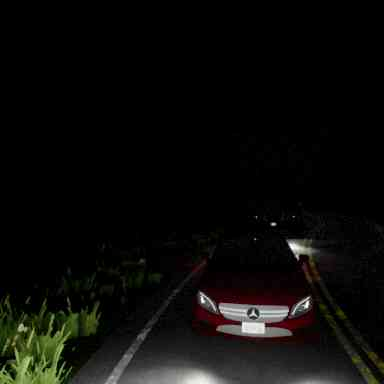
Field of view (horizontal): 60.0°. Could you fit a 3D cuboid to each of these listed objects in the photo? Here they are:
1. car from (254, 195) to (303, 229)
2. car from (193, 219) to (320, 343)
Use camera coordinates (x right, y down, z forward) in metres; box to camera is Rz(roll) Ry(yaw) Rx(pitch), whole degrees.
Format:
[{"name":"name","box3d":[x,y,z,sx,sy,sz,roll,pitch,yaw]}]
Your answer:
[{"name":"car","box3d":[5.009,1.214,18.849,2.150,2.045,5.566,-2,-1,22]},{"name":"car","box3d":[1.233,1.534,6.679,1.812,1.442,4.674,-1,0,11]}]
